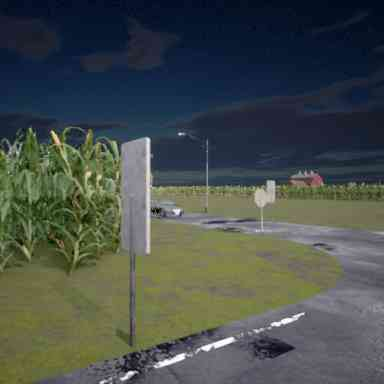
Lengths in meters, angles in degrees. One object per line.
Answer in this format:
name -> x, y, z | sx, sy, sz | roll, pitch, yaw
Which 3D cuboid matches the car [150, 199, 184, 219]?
car -> -2.581, 1.365, 27.987 | 2.128, 1.511, 4.902 | 0, 0, -36
